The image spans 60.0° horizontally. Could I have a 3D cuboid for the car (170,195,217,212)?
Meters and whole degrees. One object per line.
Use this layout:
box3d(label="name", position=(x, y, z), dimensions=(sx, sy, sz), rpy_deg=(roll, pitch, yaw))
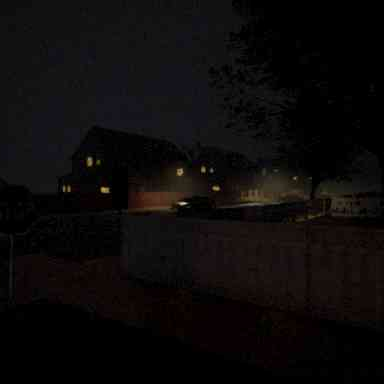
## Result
box3d(label="car", position=(0.189, 1.050, 26.763), dimensions=(1.837, 1.490, 4.892), rpy_deg=(2, 2, 35))

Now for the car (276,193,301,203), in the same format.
box3d(label="car", position=(13.026, 0.814, 44.807), dimensions=(1.895, 1.301, 4.718), rpy_deg=(2, 2, 36))
